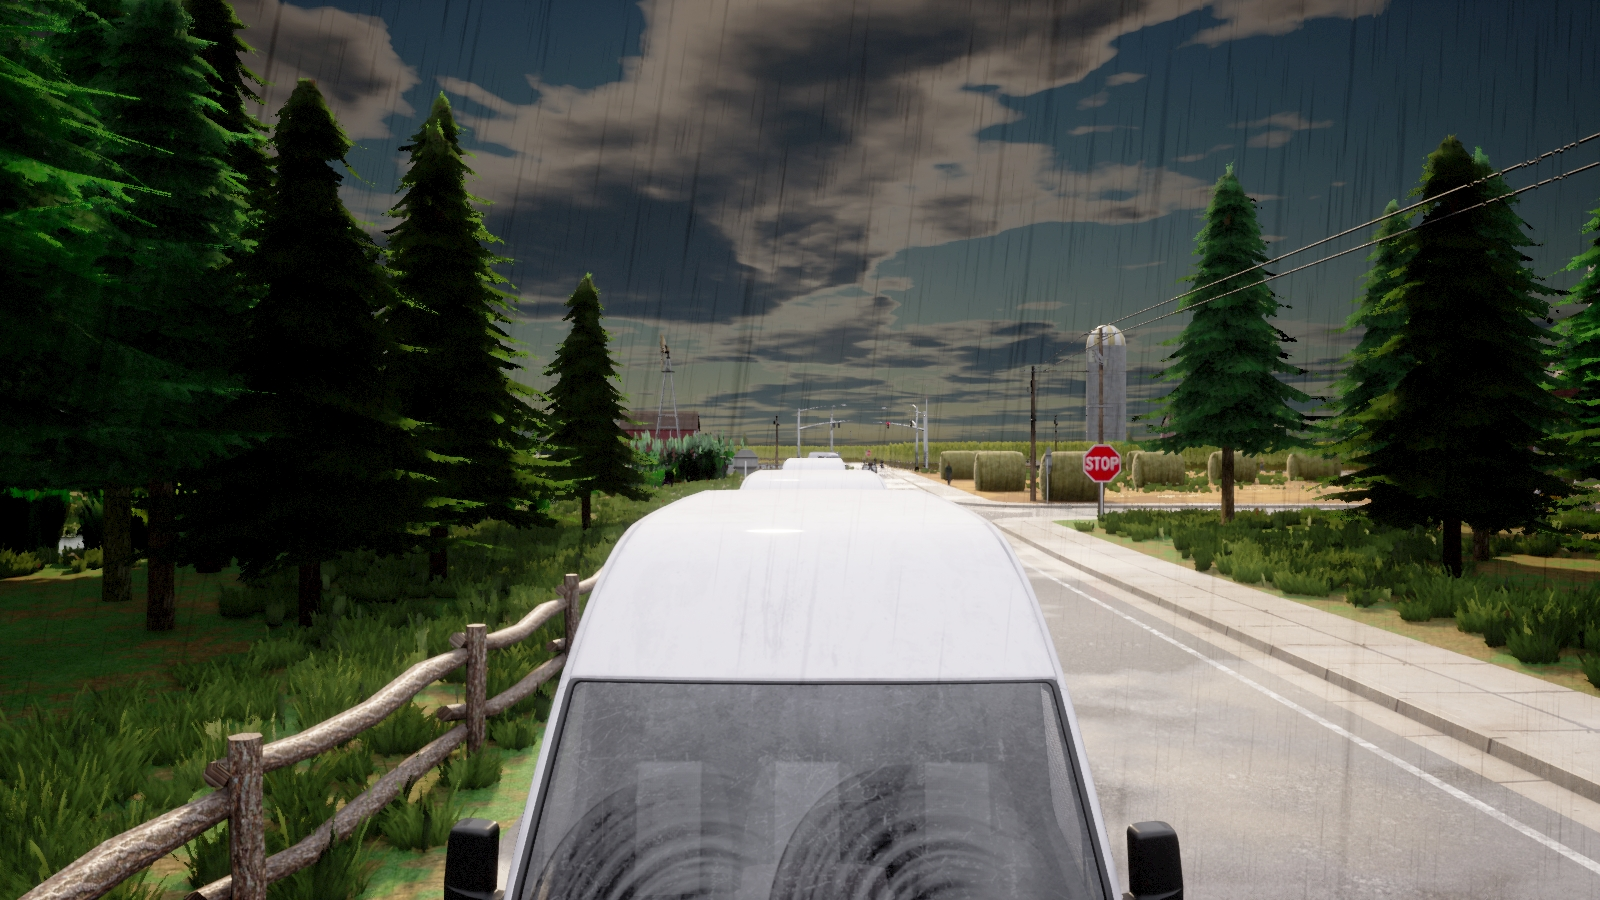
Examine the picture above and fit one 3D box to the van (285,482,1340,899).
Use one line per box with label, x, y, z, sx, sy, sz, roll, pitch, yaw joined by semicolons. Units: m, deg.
van;0.056;1.508;5.110;1.988;2.561;5.915;0;0;1
